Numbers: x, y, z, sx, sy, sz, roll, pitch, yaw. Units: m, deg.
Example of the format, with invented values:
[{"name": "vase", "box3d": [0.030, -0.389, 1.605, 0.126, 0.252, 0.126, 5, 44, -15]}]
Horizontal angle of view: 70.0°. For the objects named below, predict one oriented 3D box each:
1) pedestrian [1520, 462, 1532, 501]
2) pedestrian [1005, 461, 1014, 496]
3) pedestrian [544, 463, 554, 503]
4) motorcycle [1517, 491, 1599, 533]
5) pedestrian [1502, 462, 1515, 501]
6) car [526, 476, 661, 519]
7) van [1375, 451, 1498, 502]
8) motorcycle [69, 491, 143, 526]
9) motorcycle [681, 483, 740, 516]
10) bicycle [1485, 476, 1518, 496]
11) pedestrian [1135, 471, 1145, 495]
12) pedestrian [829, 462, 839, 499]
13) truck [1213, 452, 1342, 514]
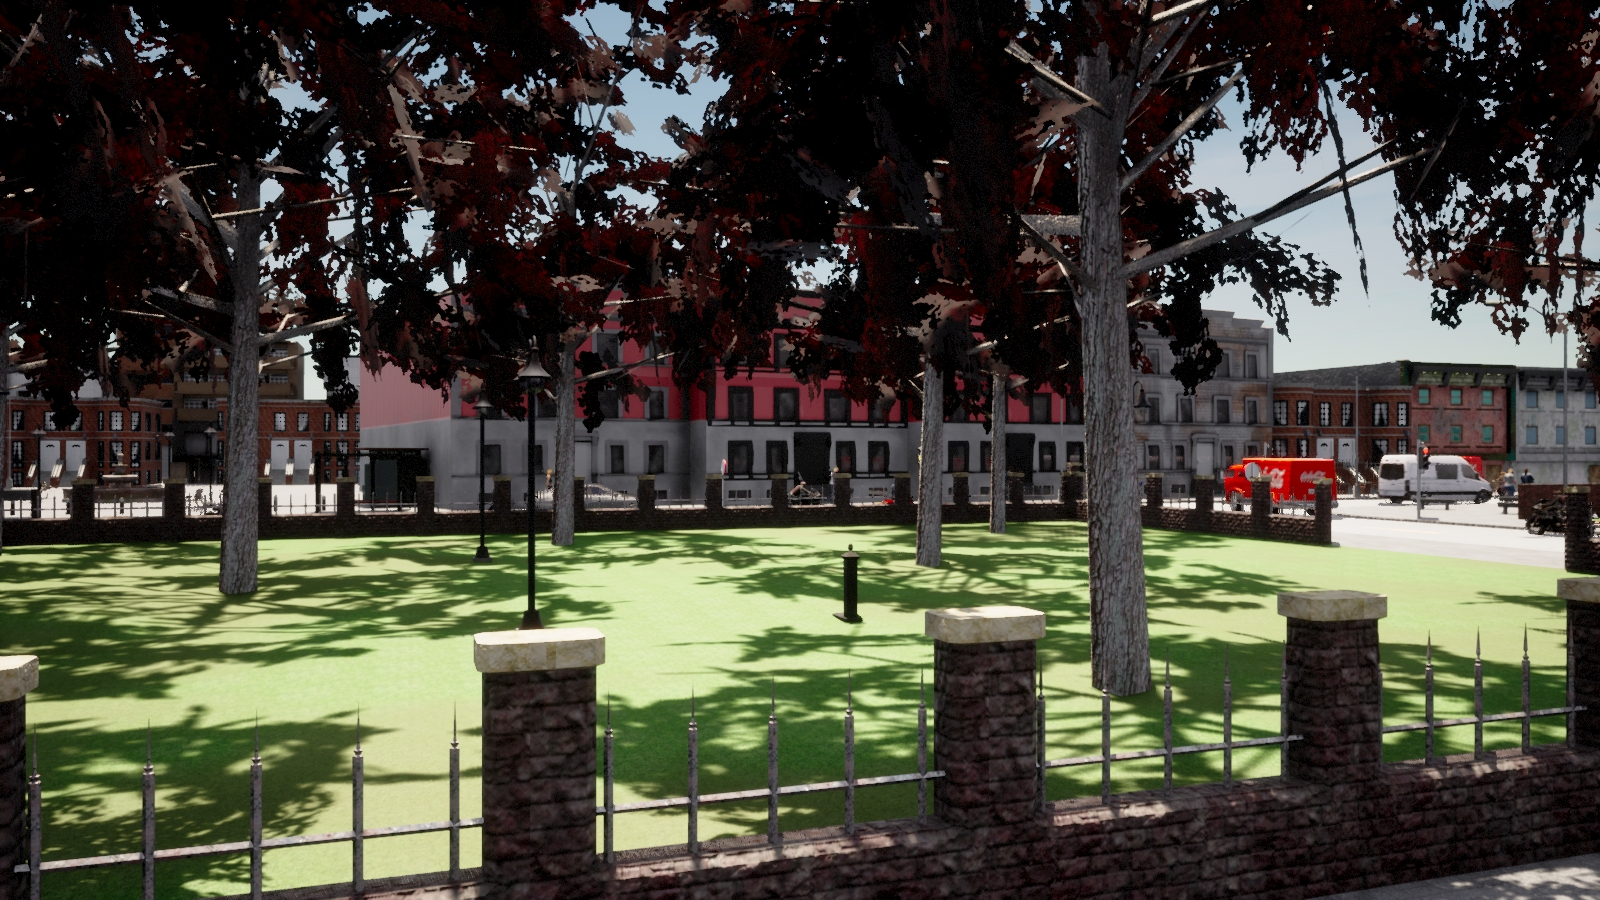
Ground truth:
[{"name": "pedestrian", "box3d": [34.878, 1.519, 54.889, 0.375, 1.860, 0.375, 0, 0, -32]}, {"name": "pedestrian", "box3d": [11.140, 1.525, 60.766, 0.375, 1.860, 0.375, 0, 0, -8]}, {"name": "pedestrian", "box3d": [-11.595, 1.525, 52.722, 0.375, 1.860, 0.375, 0, 0, -24]}, {"name": "motorcycle", "box3d": [24.519, 1.986, 36.900, 0.867, 1.251, 2.209, 0, 0, -21]}, {"name": "pedestrian", "box3d": [34.316, 1.516, 55.307, 0.375, 1.860, 0.375, 0, 0, -19]}, {"name": "car", "box3d": [-8.071, 1.828, 44.537, 4.902, 1.511, 2.128, 0, 0, -19]}, {"name": "van", "box3d": [32.752, 1.316, 58.792, 5.915, 2.561, 1.988, 0, 0, -17]}, {"name": "motorcycle", "box3d": [-23.786, 1.993, 39.179, 2.033, 1.145, 0.803, 0, 0, -19]}, {"name": "motorcycle", "box3d": [-3.595, 1.985, 45.800, 2.209, 1.251, 0.867, 0, 0, -21]}, {"name": "bicycle", "box3d": [40.060, 2.038, 65.248, 1.487, 1.080, 0.859, 0, 0, -18]}, {"name": "pedestrian", "box3d": [18.690, 1.803, 62.873, 0.375, 1.300, 0.375, 0, 0, -31]}, {"name": "pedestrian", "box3d": [1.721, 1.523, 57.467, 0.375, 1.860, 0.375, 0, 0, -25]}, {"name": "truck", "box3d": [20.470, 1.355, 49.306, 2.627, 2.467, 5.204, 0, 0, -12]}]
